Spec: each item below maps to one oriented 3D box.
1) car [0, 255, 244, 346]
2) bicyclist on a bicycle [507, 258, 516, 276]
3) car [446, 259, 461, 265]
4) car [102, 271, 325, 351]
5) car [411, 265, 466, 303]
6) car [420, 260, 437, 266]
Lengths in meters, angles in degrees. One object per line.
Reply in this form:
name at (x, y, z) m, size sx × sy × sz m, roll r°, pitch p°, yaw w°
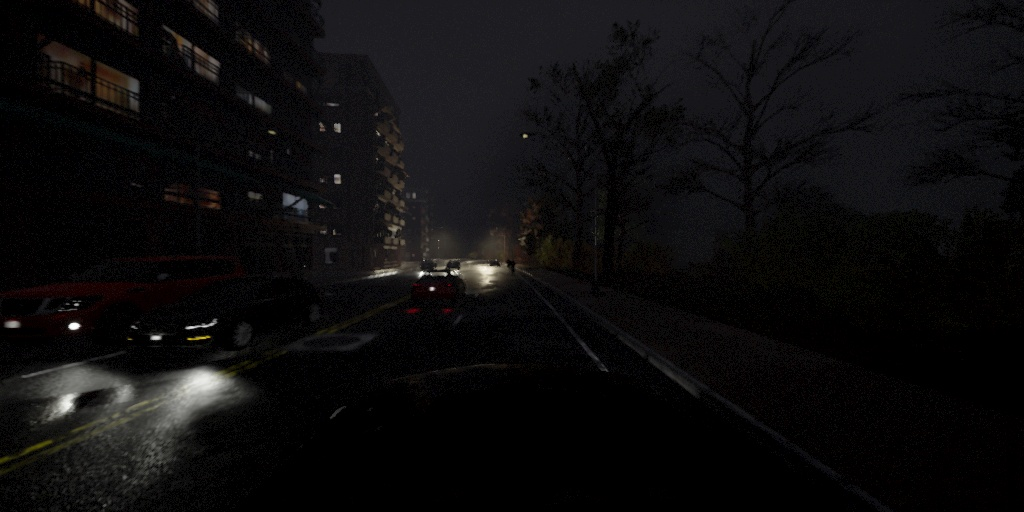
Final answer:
car at (-9.905, 0.992, 9.852) m, size 2.150 × 2.045 × 5.566 m, roll 0°, pitch 0°, yaw -1°
bicyclist on a bicycle at (0.080, 1.112, 35.264) m, size 0.659 × 1.776 × 1.843 m, roll 0°, pitch 0°, yaw -3°
car at (-8.366, 1.246, 51.543) m, size 2.128 × 1.511 × 4.902 m, roll 0°, pitch 0°, yaw -4°
car at (-6.653, 1.269, 9.099) m, size 1.837 × 1.490 × 4.892 m, roll 0°, pitch 0°, yaw -1°
car at (-3.331, 1.320, 16.789) m, size 1.994 × 1.385 × 4.181 m, roll 0°, pitch 0°, yaw -1°
car at (-11.505, 1.257, 49.740) m, size 2.128 × 1.511 × 4.902 m, roll 0°, pitch 0°, yaw -3°
